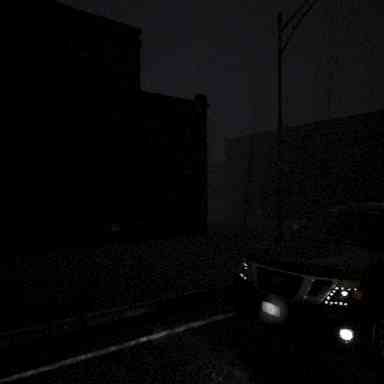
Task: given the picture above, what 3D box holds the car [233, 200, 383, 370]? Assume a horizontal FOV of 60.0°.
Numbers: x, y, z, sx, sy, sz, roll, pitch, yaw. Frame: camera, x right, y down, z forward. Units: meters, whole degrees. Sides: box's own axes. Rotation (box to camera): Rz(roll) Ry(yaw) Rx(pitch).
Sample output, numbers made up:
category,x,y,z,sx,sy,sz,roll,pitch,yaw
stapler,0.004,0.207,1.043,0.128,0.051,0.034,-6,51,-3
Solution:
category,x,y,z,sx,sy,sz,roll,pitch,yaw
car,3.306,1.188,6.015,5.566,2.045,2.150,0,0,-35
